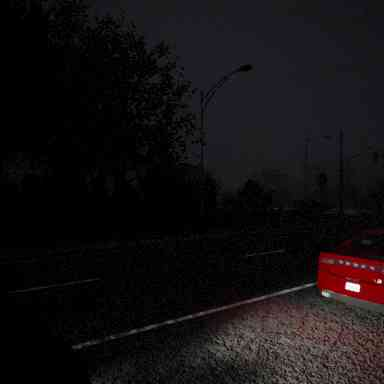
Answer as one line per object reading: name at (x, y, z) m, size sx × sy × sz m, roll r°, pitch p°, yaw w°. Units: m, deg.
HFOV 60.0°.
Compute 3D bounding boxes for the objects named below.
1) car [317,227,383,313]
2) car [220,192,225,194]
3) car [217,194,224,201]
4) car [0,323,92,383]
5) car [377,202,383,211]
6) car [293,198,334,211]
car at (4.771, 1.478, 7.128) m, size 5.008 × 1.535 × 1.882 m, roll 0°, pitch 0°, yaw -35°
car at (4.477, 1.086, 62.701) m, size 2.150 × 2.045 × 5.566 m, roll 0°, pitch -1°, yaw -33°
car at (3.913, 1.454, 56.641) m, size 1.812 × 1.442 × 4.674 m, roll 0°, pitch 1°, yaw -32°
car at (-2.980, 1.492, 1.628) m, size 4.902 × 1.511 × 2.128 m, roll 0°, pitch 0°, yaw -35°
car at (24.073, 1.491, 38.223) m, size 4.902 × 1.511 × 2.128 m, roll 0°, pitch 1°, yaw 44°
car at (14.463, 1.478, 39.831) m, size 1.882 × 1.535 × 5.008 m, roll 0°, pitch 0°, yaw -33°
